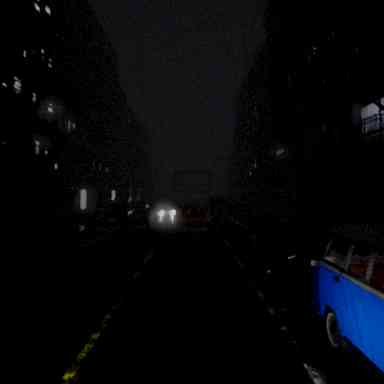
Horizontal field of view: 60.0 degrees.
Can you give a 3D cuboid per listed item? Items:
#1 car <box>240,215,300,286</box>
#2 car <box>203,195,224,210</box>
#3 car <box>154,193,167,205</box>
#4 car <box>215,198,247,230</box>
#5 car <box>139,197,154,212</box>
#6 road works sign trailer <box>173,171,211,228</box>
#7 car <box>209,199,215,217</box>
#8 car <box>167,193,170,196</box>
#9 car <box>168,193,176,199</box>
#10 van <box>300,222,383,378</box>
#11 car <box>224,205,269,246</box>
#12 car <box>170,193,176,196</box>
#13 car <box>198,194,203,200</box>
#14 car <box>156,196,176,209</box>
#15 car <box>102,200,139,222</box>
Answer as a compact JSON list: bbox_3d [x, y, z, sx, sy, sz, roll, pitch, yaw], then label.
[{"bbox_3d":[2.691,1.549,9.174,1.947,1.339,4.313,0,0,0],"label":"car"},{"bbox_3d":[2.694,1.239,37.356,2.192,1.841,5.009,0,0,0],"label":"car"},{"bbox_3d":[-5.688,1.324,54.270,1.967,1.590,4.097,0,0,0],"label":"car"},{"bbox_3d":[2.692,1.400,20.447,1.967,1.590,4.097,0,0,0],"label":"car"},{"bbox_3d":[-5.688,1.449,37.190,1.752,1.417,4.829,0,0,0],"label":"car"},{"bbox_3d":[0.000,0.422,21.578,2.380,3.560,2.880,0,0,0],"label":"road works sign trailer"},{"bbox_3d":[2.692,1.499,26.083,2.008,1.369,4.403,0,0,0],"label":"car"},{"bbox_3d":[-5.686,1.186,59.906,2.192,1.841,5.009,0,0,0],"label":"car"},{"bbox_3d":[-5.686,1.228,93.723,1.967,1.590,4.097,0,0,0],"label":"car"},{"bbox_3d":[2.692,1.335,3.537,1.690,1.788,3.998,0,0,0],"label":"van"},{"bbox_3d":[2.692,1.516,14.811,1.887,1.381,4.507,0,0,0],"label":"car"},{"bbox_3d":[-5.685,1.117,88.088,2.192,1.841,5.009,0,0,0],"label":"car"},{"bbox_3d":[2.694,1.327,88.254,1.752,1.417,4.829,0,0,0],"label":"car"},{"bbox_3d":[-3.091,1.512,42.654,1.895,1.301,4.718,0,0,0],"label":"car"},{"bbox_3d":[-5.689,1.514,26.086,1.947,1.339,4.313,0,0,0],"label":"car"}]
